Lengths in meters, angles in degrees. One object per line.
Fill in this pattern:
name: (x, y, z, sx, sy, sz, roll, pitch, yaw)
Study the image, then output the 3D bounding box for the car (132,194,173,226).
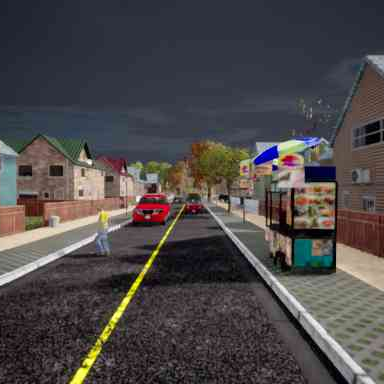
car: (-2.786, 1.209, 23.840, 2.150, 2.045, 5.566, 0, 1, 1)

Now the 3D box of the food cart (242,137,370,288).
food cart: (3.054, 0.463, 10.193, 2.280, 3.560, 4.660, 1, 1, 0)

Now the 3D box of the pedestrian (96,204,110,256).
pedestrian: (-3.126, 1.291, 11.544, 0.375, 1.860, 0.375, -1, 1, -3)

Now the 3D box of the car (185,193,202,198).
car: (0.198, 1.200, 45.730, 2.150, 2.045, 5.566, 0, 0, 0)

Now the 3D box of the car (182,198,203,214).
car: (0.179, 1.586, 35.418, 1.895, 1.301, 4.718, 0, 0, 0)

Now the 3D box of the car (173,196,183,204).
car: (-2.660, 1.456, 62.041, 2.128, 1.511, 4.902, 0, 0, 1)
